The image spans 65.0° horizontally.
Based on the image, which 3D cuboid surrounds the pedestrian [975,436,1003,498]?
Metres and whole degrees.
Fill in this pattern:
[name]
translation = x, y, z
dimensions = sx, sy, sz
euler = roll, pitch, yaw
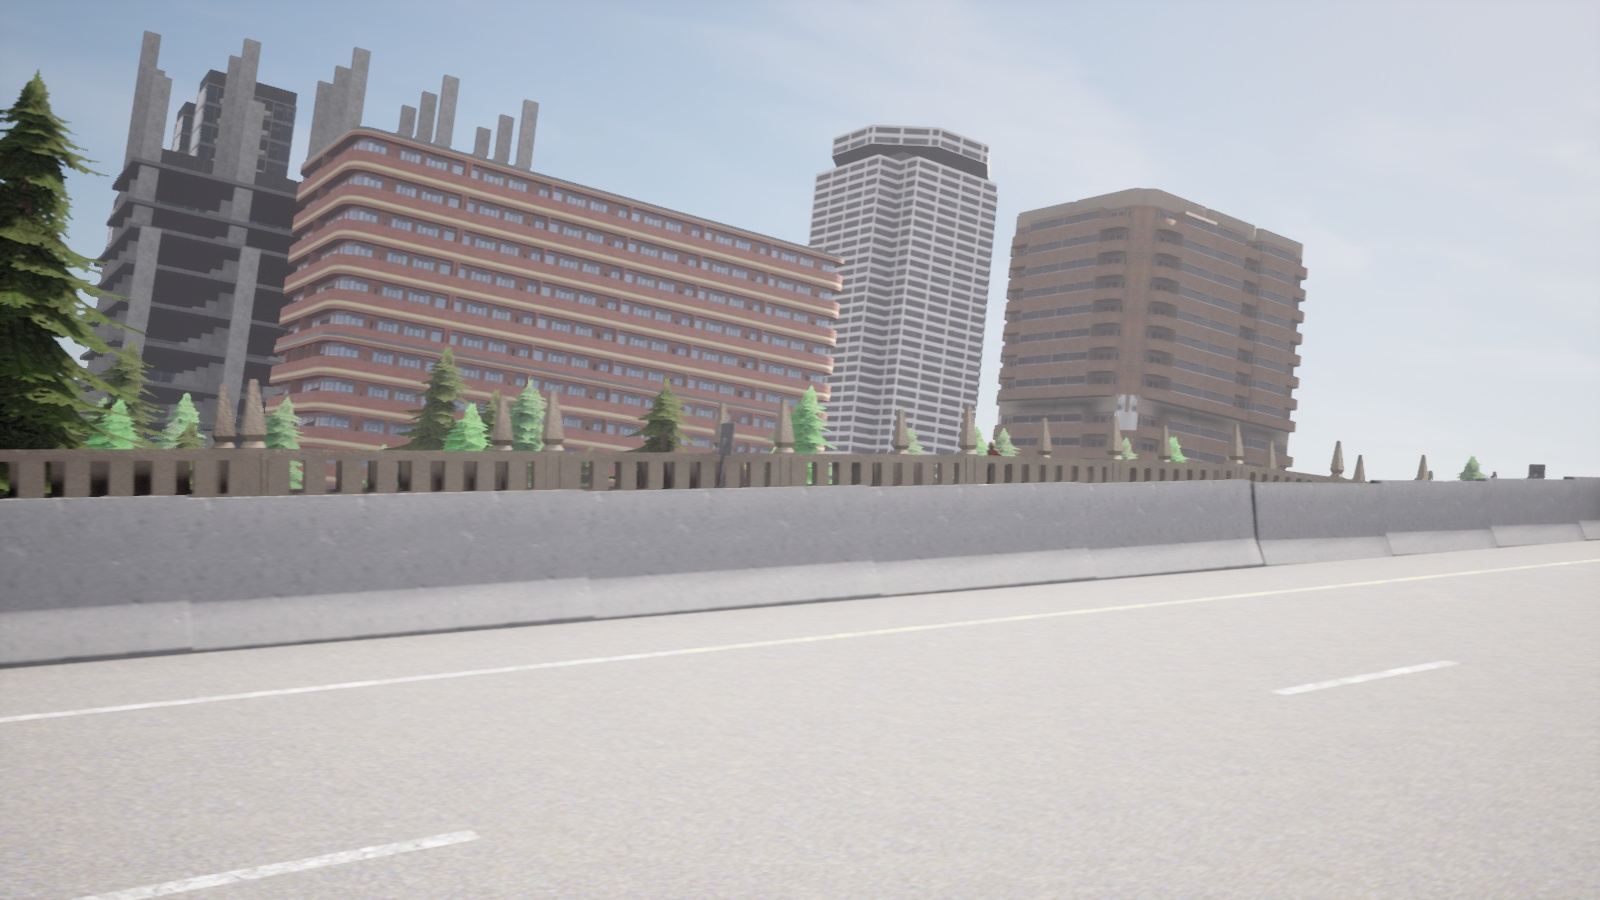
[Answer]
[pedestrian]
translation = 5.784, 0.524, 38.389
dimensions = 0.636, 1.846, 0.331
euler = 9, -5, -34
